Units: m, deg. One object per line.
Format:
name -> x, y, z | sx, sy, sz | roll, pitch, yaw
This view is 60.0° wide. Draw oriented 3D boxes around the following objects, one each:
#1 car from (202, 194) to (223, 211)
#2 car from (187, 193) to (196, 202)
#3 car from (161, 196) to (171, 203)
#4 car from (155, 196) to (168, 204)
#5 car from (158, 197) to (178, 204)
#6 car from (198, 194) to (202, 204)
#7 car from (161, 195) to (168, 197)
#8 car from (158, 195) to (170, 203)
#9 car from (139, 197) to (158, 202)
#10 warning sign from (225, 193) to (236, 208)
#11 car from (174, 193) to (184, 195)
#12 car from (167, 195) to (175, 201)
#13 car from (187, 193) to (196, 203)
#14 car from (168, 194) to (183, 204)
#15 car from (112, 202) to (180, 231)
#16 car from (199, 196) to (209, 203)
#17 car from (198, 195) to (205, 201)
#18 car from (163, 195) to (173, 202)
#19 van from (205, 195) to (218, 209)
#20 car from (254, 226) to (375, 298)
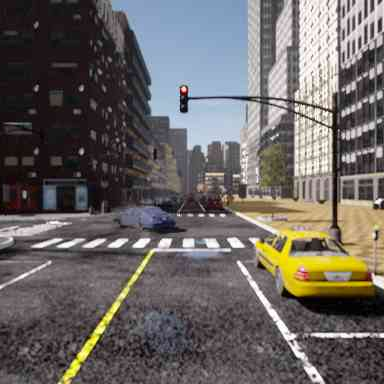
car -> 2.668, 1.318, 40.677 | 2.192, 1.841, 5.009 | 0, 0, 0
car -> -0.034, 1.190, 79.900 | 2.150, 2.045, 5.566 | 0, 0, 0
car -> -5.725, 1.624, 73.833 | 1.802, 1.307, 4.206 | 0, 0, 0
car -> -5.721, 1.571, 62.778 | 1.887, 1.381, 4.507 | 0, 0, 0
car -> -3.116, 1.605, 41.851 | 1.895, 1.301, 4.718 | 0, 0, 0
car -> 2.658, 1.341, 62.782 | 2.192, 1.841, 5.009 | 0, 0, 0
car -> -5.718, 1.569, 57.253 | 2.008, 1.369, 4.403 | 0, 0, 0
car -> -5.724, 1.474, 68.306 | 1.967, 1.590, 4.097 | 0, 0, 0
car -> -5.711, 1.554, 40.673 | 2.008, 1.369, 4.403 | 0, 0, 0
warning sign -> 5.053, 1.121, 43.934 | 1.300, 1.860, 1.060 | 0, 0, 0
car -> -3.031, 1.006, 73.602 | 2.150, 2.045, 5.566 | 0, 0, 0
car -> -5.732, 1.594, 90.243 | 1.752, 1.417, 4.829 | 0, 0, 0
car -> -0.030, 1.540, 69.451 | 1.837, 1.490, 4.892 | 0, 0, 0
car -> -3.101, 1.526, 58.117 | 1.837, 1.490, 4.892 | 0, 0, 0
car -> -3.188, 1.592, 21.110 | 2.033, 1.411, 5.357 | -1, 0, -38
car -> 2.655, 1.587, 73.836 | 1.887, 1.381, 4.507 | 0, 0, 0
car -> 2.648, 1.595, 90.586 | 1.752, 1.417, 4.829 | 0, 0, 0
car -> -5.729, 1.490, 79.359 | 1.967, 1.590, 4.097 | 0, 0, 0
van -> 2.665, 1.348, 46.203 | 1.690, 1.788, 3.998 | 0, 0, 0
car -> 2.683, 1.523, 8.434 | 1.752, 1.417, 4.829 | 0, 0, 0
